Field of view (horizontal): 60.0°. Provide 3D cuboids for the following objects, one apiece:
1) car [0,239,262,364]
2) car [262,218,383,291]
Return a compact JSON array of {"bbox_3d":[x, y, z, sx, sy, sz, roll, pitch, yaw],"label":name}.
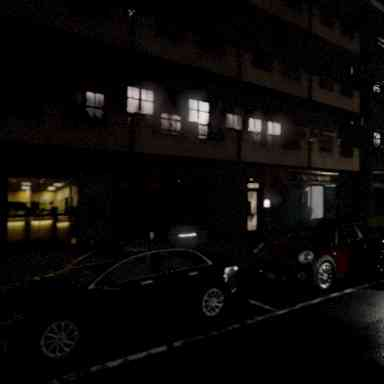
[{"bbox_3d":[-1.112,1.560,5.763,4.403,1.369,2.008,0,0,-36],"label":"car"},{"bbox_3d":[3.514,1.475,9.063,4.097,1.590,1.967,0,0,-36],"label":"car"}]
